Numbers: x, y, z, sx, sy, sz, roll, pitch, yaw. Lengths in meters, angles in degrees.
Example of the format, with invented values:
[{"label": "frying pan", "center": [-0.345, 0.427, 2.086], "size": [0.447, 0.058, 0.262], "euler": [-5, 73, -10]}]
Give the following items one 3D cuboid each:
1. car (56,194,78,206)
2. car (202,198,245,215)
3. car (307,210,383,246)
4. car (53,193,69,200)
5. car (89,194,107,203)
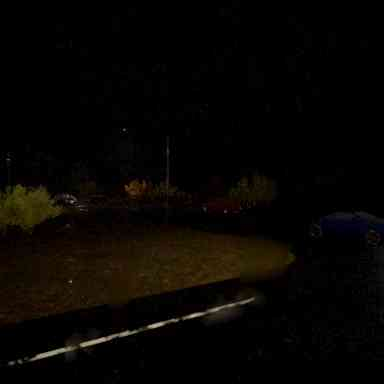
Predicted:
[{"label": "car", "center": [-18.598, 1.260, 49.676], "size": [2.128, 1.511, 4.902], "euler": [0, 0, -37]}, {"label": "car", "center": [2.988, 1.349, 32.756], "size": [1.882, 1.535, 5.008], "euler": [0, 0, -37]}, {"label": "car", "center": [7.464, 1.534, 15.242], "size": [1.994, 1.385, 4.181], "euler": [0, 0, -37]}, {"label": "car", "center": [-30.065, 1.097, 76.401], "size": [2.128, 1.511, 4.902], "euler": [0, 1, -37]}, {"label": "car", "center": [-16.598, 1.186, 58.620], "size": [1.882, 1.535, 5.008], "euler": [0, 0, -37]}]
